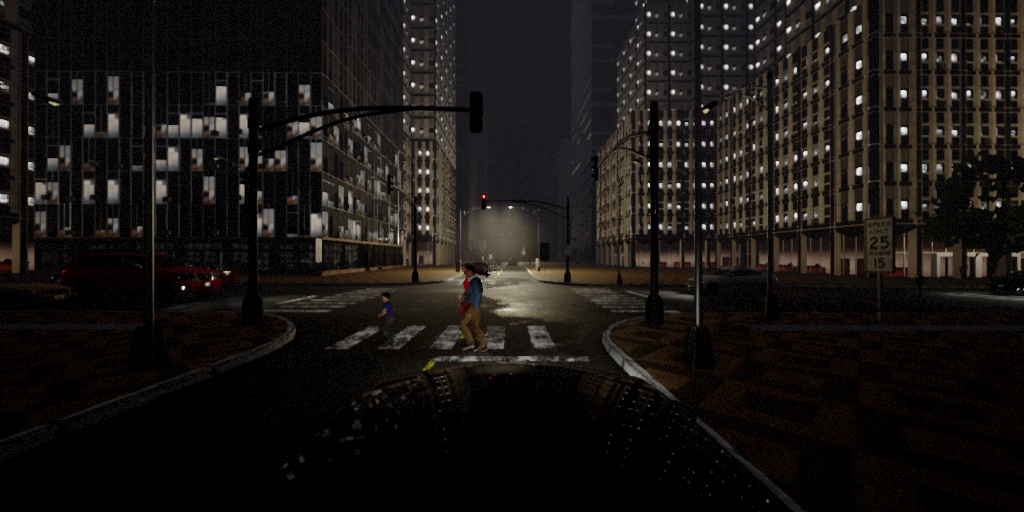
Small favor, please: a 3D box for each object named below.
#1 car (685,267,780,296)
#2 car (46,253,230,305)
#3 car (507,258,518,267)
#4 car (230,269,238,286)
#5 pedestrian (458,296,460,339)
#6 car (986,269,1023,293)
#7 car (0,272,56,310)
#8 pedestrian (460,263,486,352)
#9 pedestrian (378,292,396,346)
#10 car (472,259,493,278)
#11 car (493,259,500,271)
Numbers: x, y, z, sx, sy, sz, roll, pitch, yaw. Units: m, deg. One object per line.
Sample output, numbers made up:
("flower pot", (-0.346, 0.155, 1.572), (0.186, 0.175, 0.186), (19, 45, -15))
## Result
("car", (11.890, 1.336, 19.436), (4.674, 1.442, 1.812), (0, 0, -2))
("car", (-16.195, 0.881, 15.782), (5.566, 2.045, 2.150), (0, 0, -1))
("car", (0.061, 1.258, 63.432), (2.033, 1.411, 5.357), (0, 0, 0))
("car", (-19.190, 1.101, 21.654), (4.097, 1.591, 1.967), (0, 0, -1))
("pedestrian", (-1.030, 1.038, 8.567), (0.375, 1.860, 0.375), (0, 0, 0))
("car", (29.282, 1.361, 19.675), (5.008, 1.535, 1.882), (0, 0, -1))
("car", (-18.888, 1.159, 13.018), (4.829, 1.417, 1.751), (0, 0, -1))
("pedestrian", (-0.800, 1.041, 7.369), (0.375, 1.860, 0.375), (0, 0, 0))
("pedestrian", (-2.707, 1.318, 7.971), (0.375, 1.300, 0.375), (0, 0, 0))
("car", (-3.063, 1.258, 33.296), (1.812, 1.442, 4.674), (0, 0, 0))
("car", (-3.041, 1.226, 48.447), (1.837, 1.490, 4.892), (0, 0, 0))
